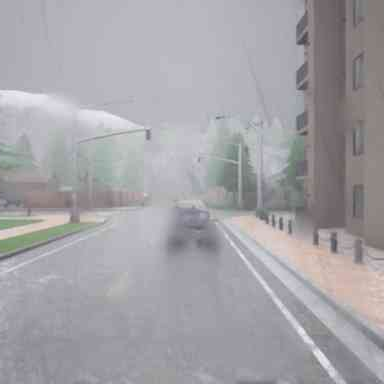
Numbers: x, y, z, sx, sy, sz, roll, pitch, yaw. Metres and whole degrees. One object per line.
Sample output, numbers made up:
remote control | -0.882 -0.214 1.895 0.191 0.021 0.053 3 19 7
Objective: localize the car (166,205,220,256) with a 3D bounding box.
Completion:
car | 0.048 1.486 12.969 2.128 1.511 4.902 0 0 1

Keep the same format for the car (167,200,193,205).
car | -0.731 1.588 27.244 1.895 1.301 4.718 0 0 -12

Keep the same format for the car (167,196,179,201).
car | -3.508 1.464 61.278 2.128 1.511 4.902 0 0 1

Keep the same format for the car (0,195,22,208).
car | -25.000 1.140 44.983 1.932 1.855 4.605 0 0 -1
